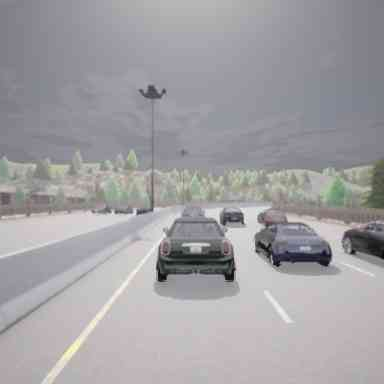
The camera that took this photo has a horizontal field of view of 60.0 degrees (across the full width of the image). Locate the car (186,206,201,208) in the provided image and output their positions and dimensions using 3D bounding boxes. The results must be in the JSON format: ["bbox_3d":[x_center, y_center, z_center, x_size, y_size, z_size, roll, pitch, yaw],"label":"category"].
[{"bbox_3d":[0.104,1.974,28.602,2.097,1.767,4.553,0,-1,0],"label":"car"}]

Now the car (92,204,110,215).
[{"bbox_3d":[-13.727,2.639,50.657,2.128,1.511,4.902,0,-1,3],"label":"car"}]

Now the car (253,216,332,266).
[{"bbox_3d":[3.602,1.808,12.566,1.994,1.385,4.181,0,-1,0],"label":"car"}]

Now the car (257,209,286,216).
[{"bbox_3d":[7.104,2.215,29.815,1.994,1.385,4.181,0,-1,0],"label":"car"}]

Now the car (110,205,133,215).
[{"bbox_3d":[-10.307,2.687,50.423,2.033,1.411,5.357,0,-1,3],"label":"car"}]

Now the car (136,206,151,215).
[{"bbox_3d":[-6.866,2.699,48.769,1.895,1.301,4.718,0,-1,3],"label":"car"}]

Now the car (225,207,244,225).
[{"bbox_3d":[3.604,2.149,30.703,1.882,1.535,5.008,0,-1,0],"label":"car"}]

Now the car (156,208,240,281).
[{"bbox_3d":[0.102,1.551,10.670,2.097,1.767,4.553,0,-1,0],"label":"car"}]

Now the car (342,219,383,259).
[{"bbox_3d":[7.102,1.718,11.812,2.128,1.511,4.902,0,-1,0],"label":"car"}]
